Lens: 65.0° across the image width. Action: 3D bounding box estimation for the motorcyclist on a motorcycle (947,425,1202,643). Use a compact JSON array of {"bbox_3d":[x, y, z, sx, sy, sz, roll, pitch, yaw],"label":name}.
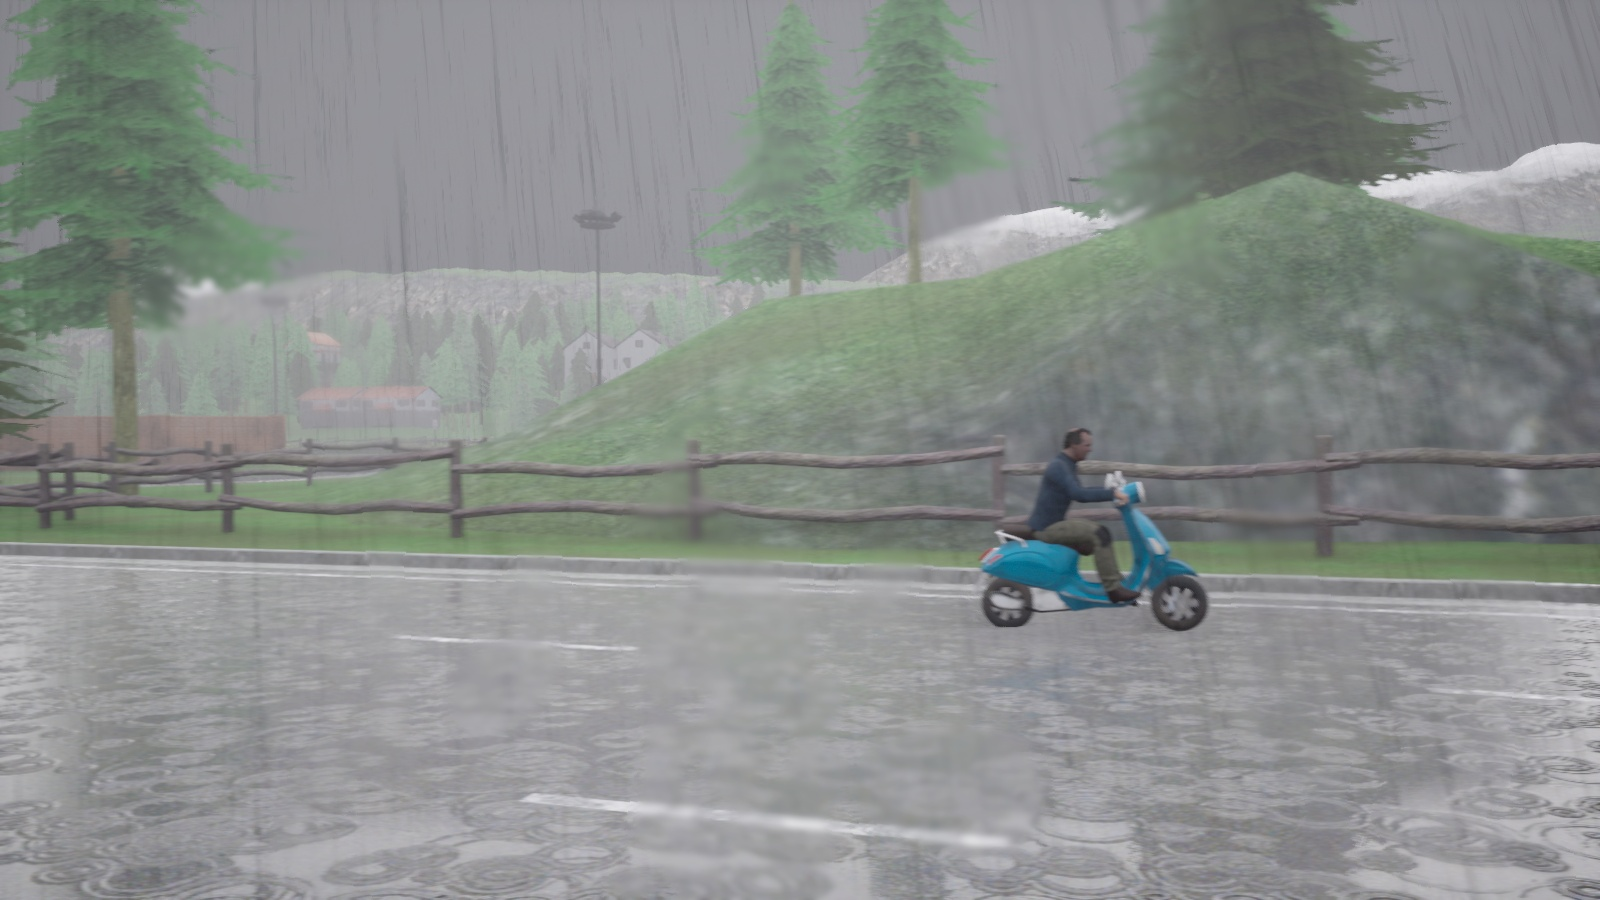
[{"bbox_3d":[2.168,0.638,9.848,1.817,1.590,0.866,-2,0,19],"label":"motorcyclist on a motorcycle"}]
